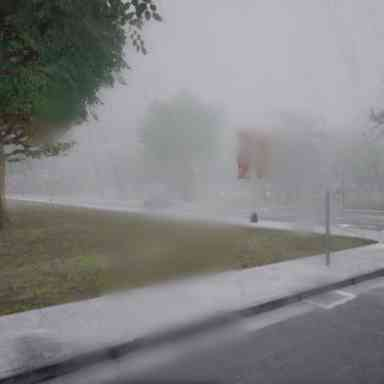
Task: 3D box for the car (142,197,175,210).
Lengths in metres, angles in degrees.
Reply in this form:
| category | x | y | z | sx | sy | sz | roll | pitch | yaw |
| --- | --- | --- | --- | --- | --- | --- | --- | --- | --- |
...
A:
| category | x | y | z | sx | sy | sz | roll | pitch | yaw |
| --- | --- | --- | --- | --- | --- | --- | --- | --- | --- |
| car | -4.485 | 1.396 | 41.449 | 1.837 | 1.490 | 4.892 | 0 | 0 | -35 |

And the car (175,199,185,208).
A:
| category | x | y | z | sx | sy | sz | roll | pitch | yaw |
| --- | --- | --- | --- | --- | --- | --- | --- | --- | --- |
| car | -2.964 | 1.474 | 44.921 | 1.895 | 1.301 | 4.718 | 0 | 0 | -35 |
